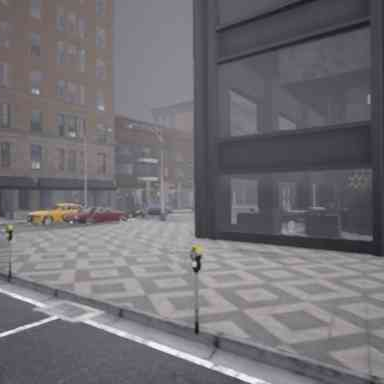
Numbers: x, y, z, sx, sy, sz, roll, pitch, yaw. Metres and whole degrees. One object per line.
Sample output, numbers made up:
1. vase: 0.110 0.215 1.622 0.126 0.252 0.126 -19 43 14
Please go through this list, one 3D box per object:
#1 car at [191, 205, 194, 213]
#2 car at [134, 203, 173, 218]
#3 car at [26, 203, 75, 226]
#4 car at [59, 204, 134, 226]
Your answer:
1. car: 1.786 1.809 41.373 2.128 1.511 4.902 -1 -1 36
2. car: -4.133 1.783 33.187 2.033 1.411 5.357 -1 -1 35
3. car: -9.899 1.631 25.199 1.882 1.535 5.008 -1 -1 36
4. car: -6.789 1.730 24.071 1.895 1.301 4.718 -1 -1 36
